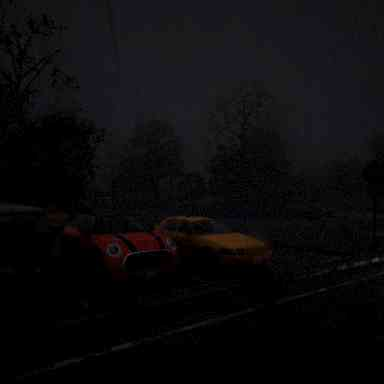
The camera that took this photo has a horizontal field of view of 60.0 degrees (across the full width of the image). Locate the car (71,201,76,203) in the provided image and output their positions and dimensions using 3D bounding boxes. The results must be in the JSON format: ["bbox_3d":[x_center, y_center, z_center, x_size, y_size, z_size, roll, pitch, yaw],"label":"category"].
[{"bbox_3d":[-8.918,1.484,20.234,1.946,1.575,5.366,1,0,-36],"label":"car"}]

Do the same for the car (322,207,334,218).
[{"bbox_3d":[12.871,1.824,35.766,2.185,1.767,4.553,2,-1,-36],"label":"car"}]

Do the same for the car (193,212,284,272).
[{"bbox_3d":[0.223,1.499,11.247,1.946,1.575,5.366,1,0,-36],"label":"car"}]

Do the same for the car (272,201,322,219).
[{"bbox_3d":[10.325,1.914,33.871,2.002,1.452,4.674,2,-1,-36],"label":"car"}]

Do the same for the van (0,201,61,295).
[{"bbox_3d":[-4.779,1.245,8.004,1.878,1.987,4.442,0,0,-36],"label":"van"}]

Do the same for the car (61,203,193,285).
[{"bbox_3d":[-2.268,1.355,9.713,2.185,1.767,4.553,1,0,-36],"label":"car"}]

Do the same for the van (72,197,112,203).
[{"bbox_3d":[-6.475,1.282,21.626,1.878,1.987,4.442,1,0,-36],"label":"van"}]

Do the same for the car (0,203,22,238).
[{"bbox_3d":[-11.075,1.471,18.676,1.946,1.575,5.366,0,0,-36],"label":"car"}]
